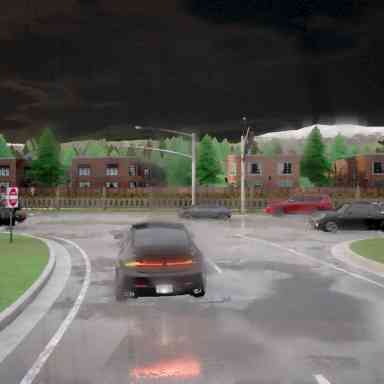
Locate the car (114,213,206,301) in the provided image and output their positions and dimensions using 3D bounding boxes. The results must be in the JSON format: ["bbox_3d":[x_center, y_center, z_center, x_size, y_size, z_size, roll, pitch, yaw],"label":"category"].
[{"bbox_3d":[-0.889,1.506,8.417,1.837,1.490,4.892,0,0,-9],"label":"car"}]

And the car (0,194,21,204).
[{"bbox_3d":[-19.454,1.223,32.154,5.566,2.045,2.150,0,0,6],"label":"car"}]

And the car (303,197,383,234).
[{"bbox_3d":[8.943,1.355,18.631,4.553,1.767,2.097,0,0,6],"label":"car"}]

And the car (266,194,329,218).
[{"bbox_3d":[9.361,1.223,29.145,5.566,2.045,2.150,0,0,6],"label":"car"}]

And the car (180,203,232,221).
[{"bbox_3d":[1.063,1.566,26.492,4.181,1.385,1.994,0,0,6],"label":"car"}]

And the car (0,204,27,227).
[{"bbox_3d":[-13.120,1.603,20.937,4.718,1.301,1.895,0,0,6],"label":"car"}]
